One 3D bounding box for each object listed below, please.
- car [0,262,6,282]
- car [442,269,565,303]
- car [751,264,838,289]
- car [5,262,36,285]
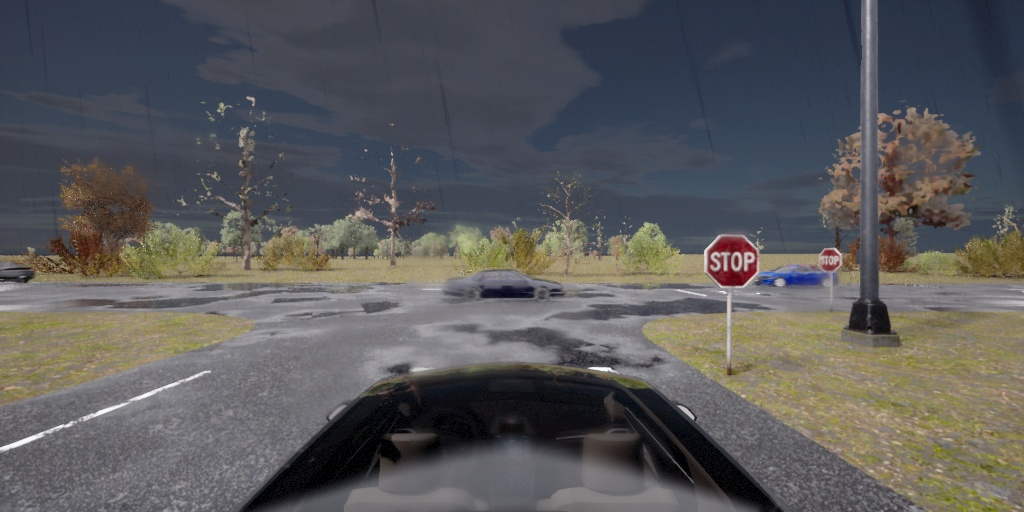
[{"bbox_3d":[-26.014,1.146,15.505,4.902,1.511,2.128,0,0,-2],"label":"car"},{"bbox_3d":[-0.388,1.303,16.201,5.357,1.411,2.033,0,0,-1],"label":"car"},{"bbox_3d":[18.594,1.323,23.715,5.008,1.535,1.882,0,0,-2],"label":"car"},{"bbox_3d":[-32.983,1.102,22.305,4.902,1.511,2.128,0,0,-2],"label":"car"}]
